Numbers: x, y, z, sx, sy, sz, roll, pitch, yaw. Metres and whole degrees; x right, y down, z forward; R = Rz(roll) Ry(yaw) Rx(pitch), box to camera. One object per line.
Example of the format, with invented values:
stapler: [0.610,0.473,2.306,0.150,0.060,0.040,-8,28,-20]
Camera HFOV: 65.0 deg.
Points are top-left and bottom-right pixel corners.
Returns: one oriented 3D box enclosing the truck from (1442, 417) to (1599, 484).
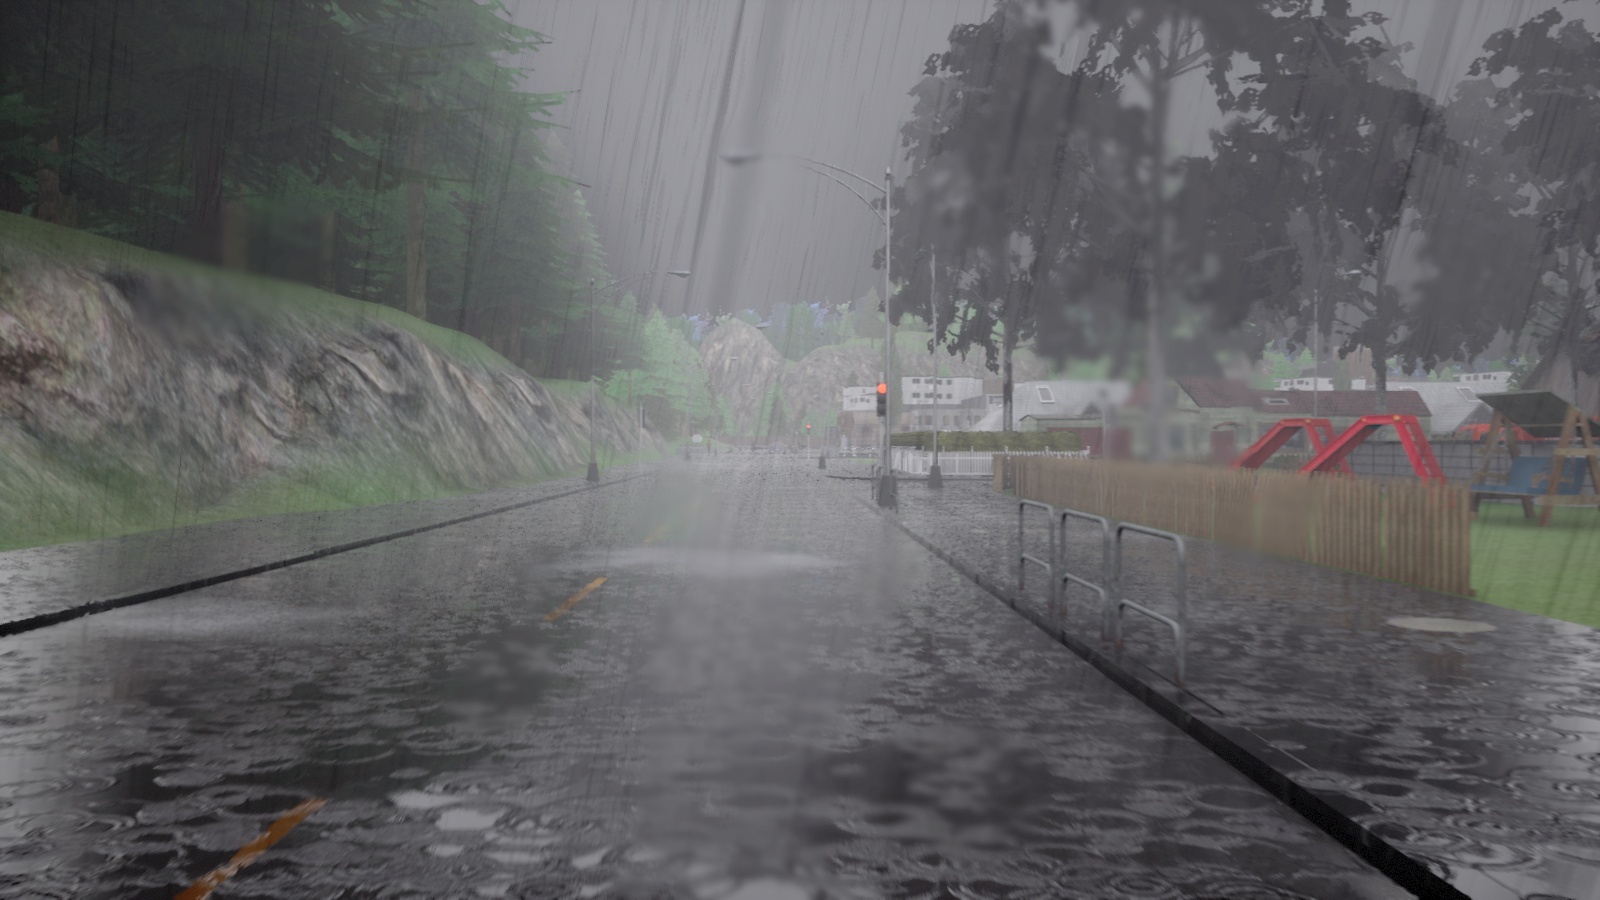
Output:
truck: [27.497,0.007,47.400,5.204,2.467,2.627,0,0,-1]
